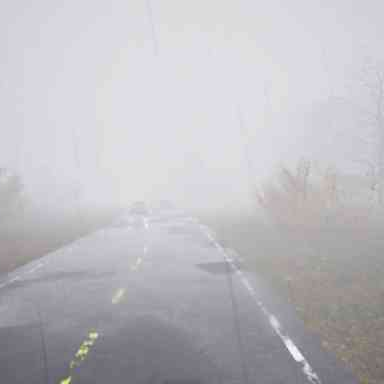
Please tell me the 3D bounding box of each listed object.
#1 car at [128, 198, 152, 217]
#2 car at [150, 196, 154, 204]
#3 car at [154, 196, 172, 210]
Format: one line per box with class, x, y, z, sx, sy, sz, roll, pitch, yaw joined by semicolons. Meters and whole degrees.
car;-5.261;1.630;33.439;1.837;1.490;4.892;0;-1;-7
car;-7.302;1.569;63.373;2.097;1.767;4.553;0;0;-13
car;-3.879;1.661;46.168;1.837;1.490;4.892;0;0;-9
